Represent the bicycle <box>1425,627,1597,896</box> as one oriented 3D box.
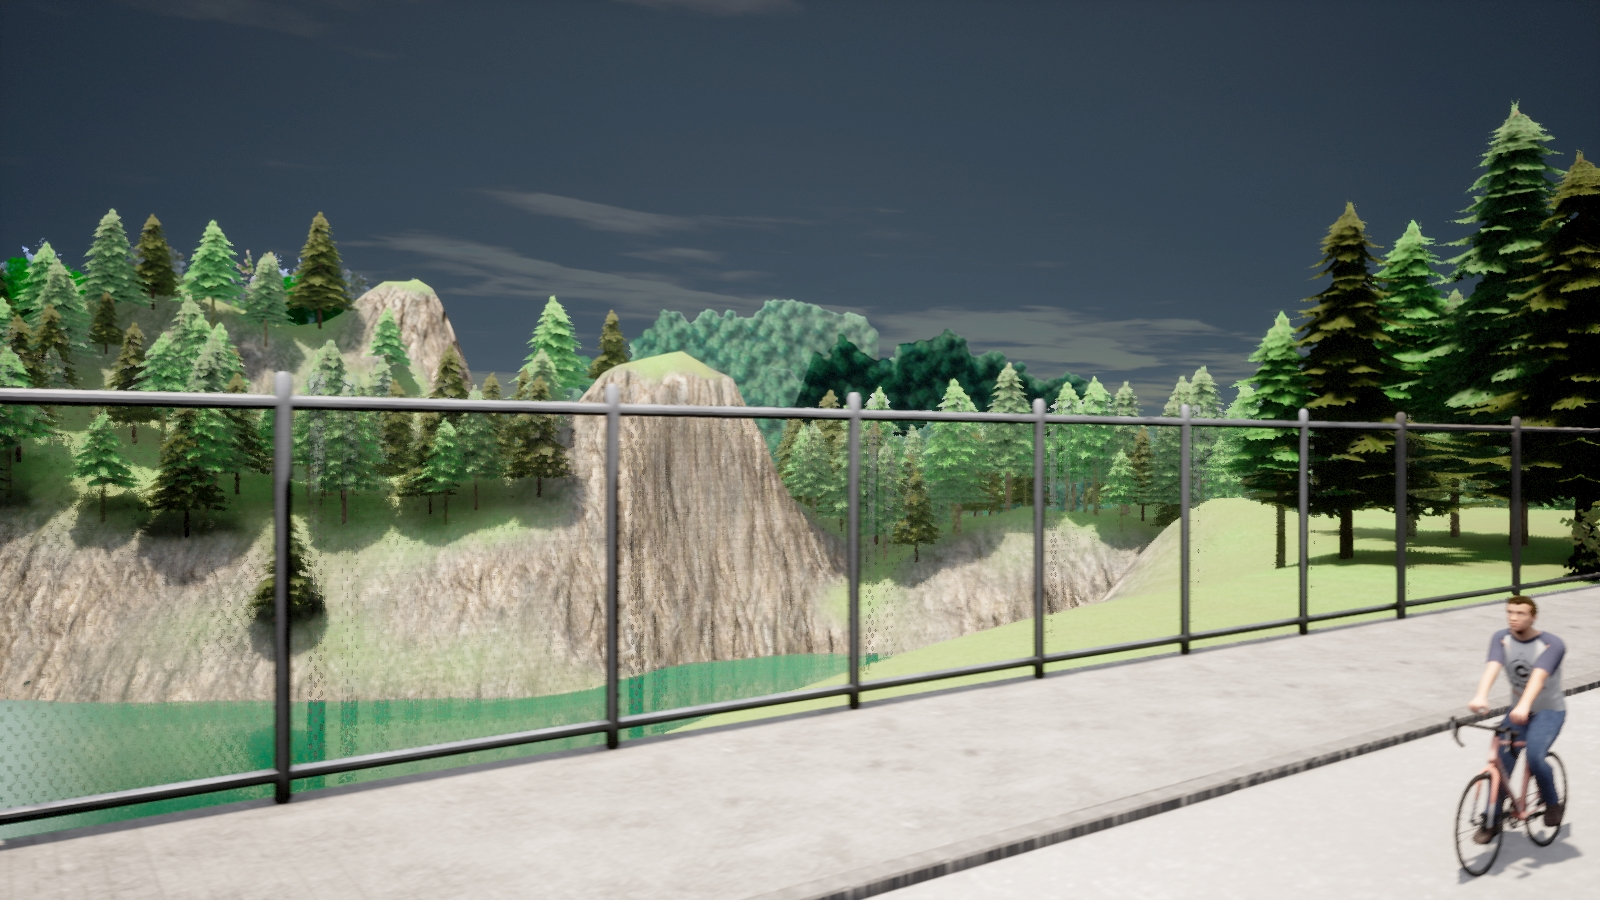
[{"bbox_3d":[4.882,2.055,7.807,1.643,1.496,0.373,0,0,-35],"label":"bicycle"}]
